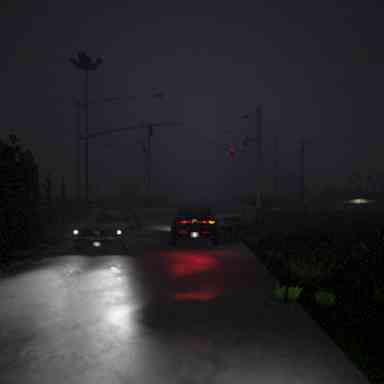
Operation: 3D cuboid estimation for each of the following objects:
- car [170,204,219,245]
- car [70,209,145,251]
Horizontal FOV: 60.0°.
[{"bbox_3d":[0.099,1.265,14.173,1.837,1.490,4.892,0,0,0],"label":"car"},{"bbox_3d":[-3.126,1.381,13.189,1.895,1.301,4.718,0,1,0],"label":"car"}]
